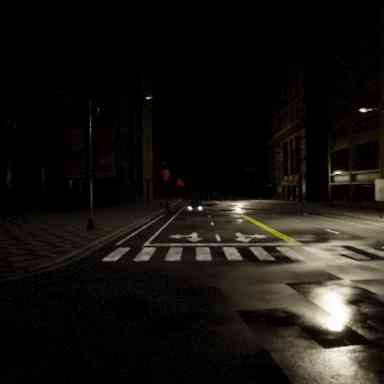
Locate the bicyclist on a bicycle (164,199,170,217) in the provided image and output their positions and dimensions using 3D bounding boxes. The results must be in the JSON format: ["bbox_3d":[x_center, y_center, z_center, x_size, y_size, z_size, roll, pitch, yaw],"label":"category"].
[{"bbox_3d":[-2.303,1.513,30.728,0.582,1.620,1.656,0,0,1],"label":"bicyclist on a bicycle"}]

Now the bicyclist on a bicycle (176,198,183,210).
[{"bbox_3d":[-1.555,1.511,42.483,0.866,1.612,1.509,0,0,2],"label":"bicyclist on a bicycle"}]

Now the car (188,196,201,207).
[{"bbox_3d":[0.473,1.435,54.553,2.097,1.767,4.553,0,0,1],"label":"car"}]
